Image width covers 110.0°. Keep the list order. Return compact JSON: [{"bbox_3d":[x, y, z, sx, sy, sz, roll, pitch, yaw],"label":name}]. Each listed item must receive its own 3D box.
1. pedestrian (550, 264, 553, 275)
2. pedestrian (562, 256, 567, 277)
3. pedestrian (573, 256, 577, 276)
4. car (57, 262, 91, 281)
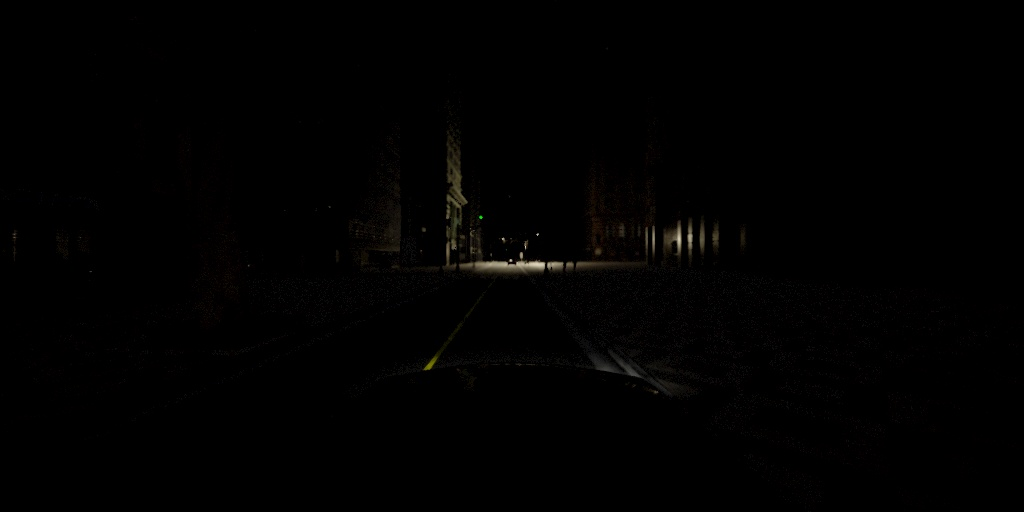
[{"bbox_3d":[3.635,0.920,33.072,0.375,1.860,0.375,0,0,0],"label":"pedestrian"},{"bbox_3d":[4.635,0.914,31.873,0.375,1.860,0.375,0,0,0],"label":"pedestrian"},{"bbox_3d":[5.635,0.905,32.472,0.375,1.860,0.375,0,0,0],"label":"pedestrian"},{"bbox_3d":[-46.732,1.708,38.499,5.566,2.045,2.150,-1,0,0],"label":"car"}]
